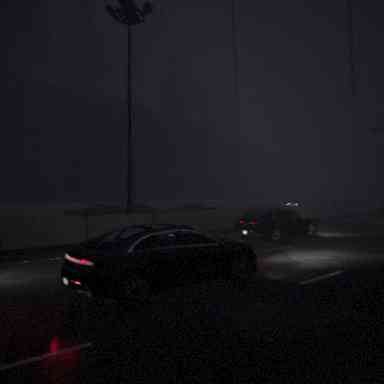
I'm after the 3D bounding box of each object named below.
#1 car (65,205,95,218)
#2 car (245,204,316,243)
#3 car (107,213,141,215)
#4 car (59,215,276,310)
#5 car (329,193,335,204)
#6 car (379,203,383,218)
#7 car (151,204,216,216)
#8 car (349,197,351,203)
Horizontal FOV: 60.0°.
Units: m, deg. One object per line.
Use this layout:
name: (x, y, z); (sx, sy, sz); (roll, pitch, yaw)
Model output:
car: (-8.557, 1.654, 28.547); (4.718, 1.301, 1.895); (0, 0, -40)
car: (4.177, 1.514, 16.173); (4.892, 1.490, 1.837); (0, 0, -40)
car: (-4.732, 1.606, 27.221); (4.181, 1.385, 1.994); (0, 0, -41)
car: (-0.519, 1.502, 7.898); (4.902, 1.511, 2.128); (0, 0, -37)
car: (23.625, 1.231, 57.822); (2.150, 2.045, 5.566); (0, 0, 37)
car: (17.717, 1.496, 28.835); (1.837, 1.490, 4.892); (0, 0, 44)
car: (-0.339, 1.579, 26.351); (5.357, 1.411, 2.033); (0, 0, -41)
car: (27.351, 1.548, 56.985); (2.033, 1.411, 5.357); (0, 0, 36)
